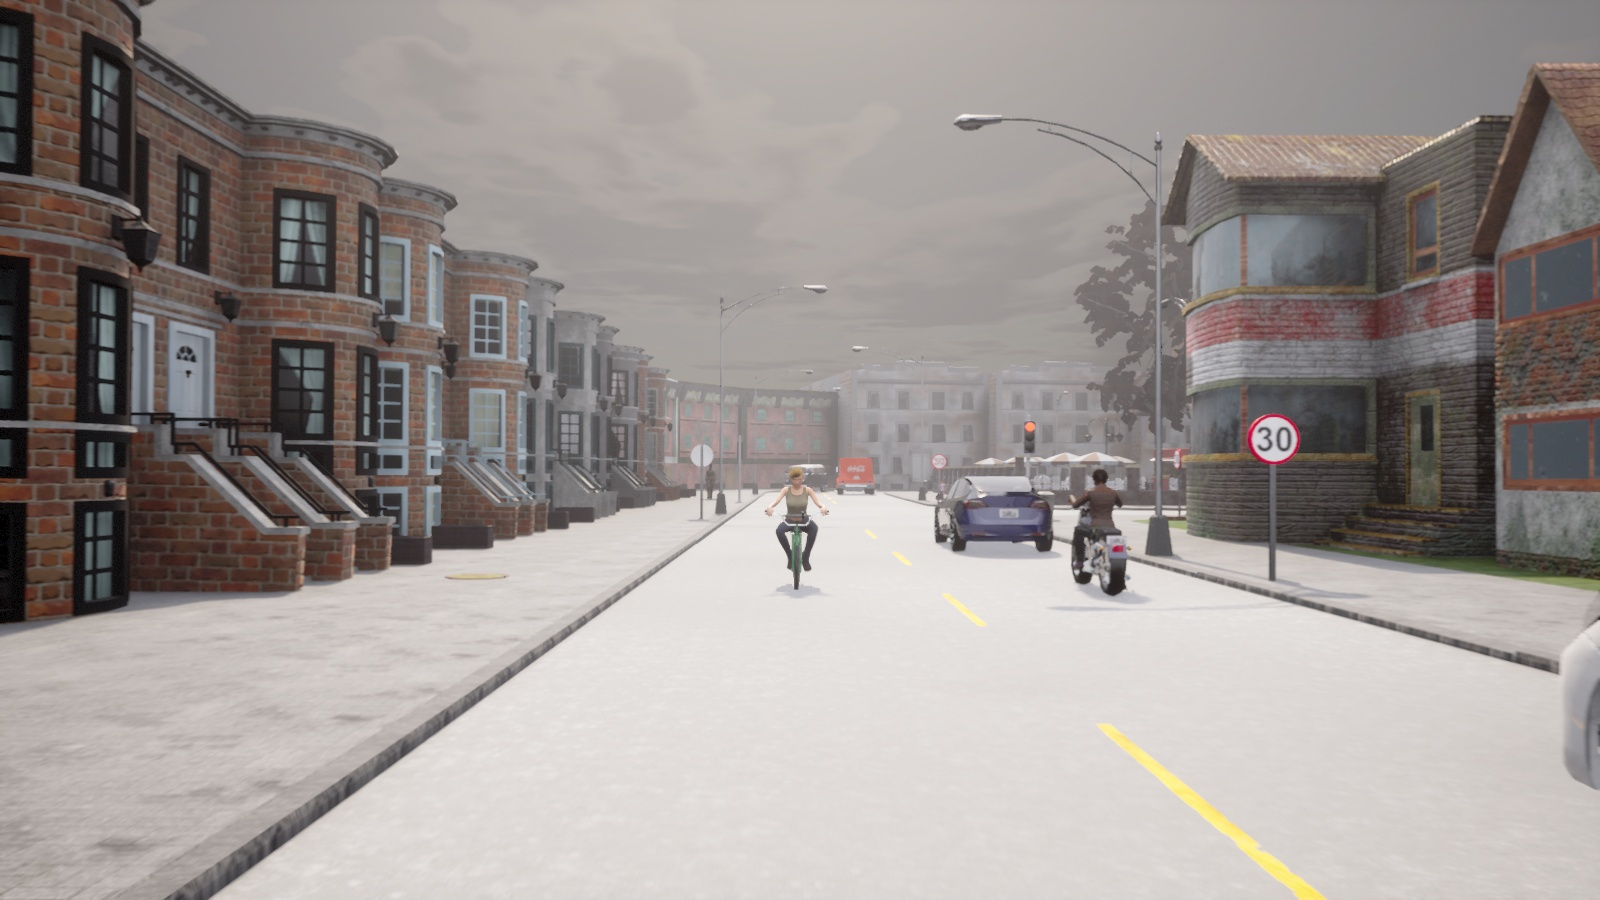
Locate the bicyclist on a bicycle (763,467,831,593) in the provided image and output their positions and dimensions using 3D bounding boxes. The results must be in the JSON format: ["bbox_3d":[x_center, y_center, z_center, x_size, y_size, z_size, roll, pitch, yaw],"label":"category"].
[{"bbox_3d":[-0.034,1.034,16.866,0.866,1.612,1.509,0,-1,0],"label":"bicyclist on a bicycle"}]

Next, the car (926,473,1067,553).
[{"bbox_3d":[3.935,1.234,25.979,2.163,1.488,4.792,0,-1,0],"label":"car"}]

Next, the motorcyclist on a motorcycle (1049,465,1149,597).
[{"bbox_3d":[3.961,1.031,16.819,0.766,1.649,2.350,0,-1,0],"label":"motorcyclist on a motorcycle"}]

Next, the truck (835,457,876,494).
[{"bbox_3d":[3.765,1.754,86.070,2.627,2.467,5.204,0,-1,0],"label":"truck"}]

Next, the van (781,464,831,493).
[{"bbox_3d":[0.457,2.061,91.016,2.069,2.038,4.480,-1,-1,22],"label":"van"}]

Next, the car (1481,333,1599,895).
[{"bbox_3d":[3.993,0.560,2.561,2.150,2.045,5.566,0,-1,0],"label":"car"}]

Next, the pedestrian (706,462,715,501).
[{"bbox_3d":[-4.496,1.592,63.040,0.396,1.930,0.692,0,-1,4],"label":"pedestrian"}]
